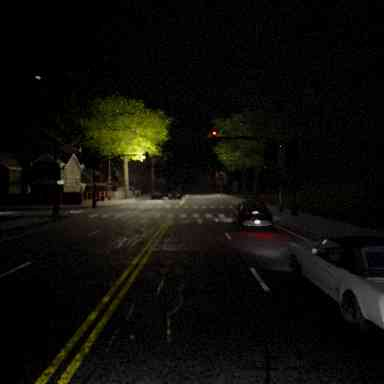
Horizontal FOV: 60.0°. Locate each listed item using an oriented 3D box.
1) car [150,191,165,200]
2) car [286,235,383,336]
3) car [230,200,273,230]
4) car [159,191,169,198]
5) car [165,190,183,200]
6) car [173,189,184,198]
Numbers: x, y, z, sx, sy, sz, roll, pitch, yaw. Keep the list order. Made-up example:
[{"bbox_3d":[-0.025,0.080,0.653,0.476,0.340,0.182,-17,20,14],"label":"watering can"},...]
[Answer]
[{"bbox_3d":[-6.359,0.773,59.675,1.895,1.301,4.718,0,1,1],"label":"car"},{"bbox_3d":[3.369,1.511,6.559,1.895,1.301,4.718,0,1,0],"label":"car"},{"bbox_3d":[3.382,1.241,19.172,1.837,1.490,4.892,0,1,2],"label":"car"},{"bbox_3d":[-6.280,0.487,75.194,1.812,1.442,4.674,0,1,0],"label":"car"},{"bbox_3d":[-3.114,0.523,59.789,2.097,1.767,4.553,0,1,1],"label":"car"},{"bbox_3d":[-3.030,0.317,75.273,2.097,1.767,4.553,0,1,0],"label":"car"}]
